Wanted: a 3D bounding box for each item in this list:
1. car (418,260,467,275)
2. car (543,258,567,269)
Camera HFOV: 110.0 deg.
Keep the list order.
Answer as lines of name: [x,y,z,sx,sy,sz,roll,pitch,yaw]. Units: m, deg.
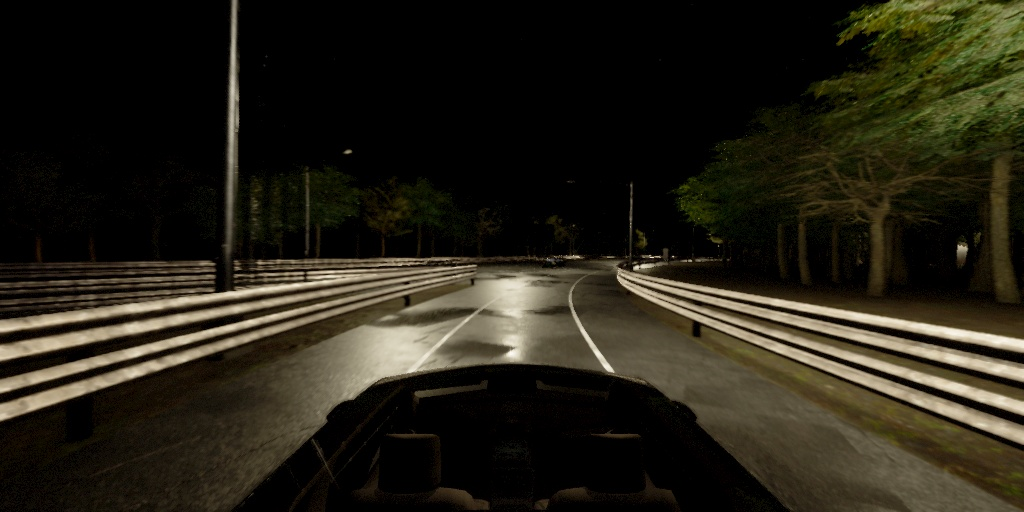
car: [-6.134,1.119,32.227,1.882,1.535,5.008,1,1,35]
car: [5.967,1.028,49.567,1.994,1.385,4.181,1,1,35]
